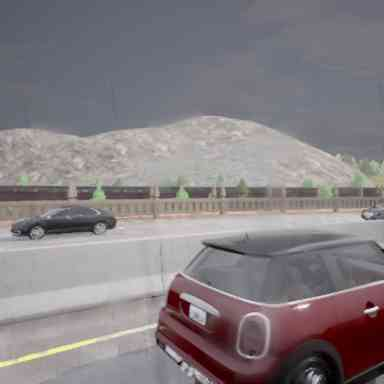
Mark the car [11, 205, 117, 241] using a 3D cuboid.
[{"bbox_3d":[-6.172,1.430,16.427,4.892,1.490,1.837,0,0,-32],"label":"car"}]

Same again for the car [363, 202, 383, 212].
[{"bbox_3d":[13.791,1.376,22.662,4.902,1.511,2.128,0,0,-21],"label":"car"}]

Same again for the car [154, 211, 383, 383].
[{"bbox_3d":[1.847,1.328,4.709,4.553,1.767,2.097,0,0,-33],"label":"car"}]
